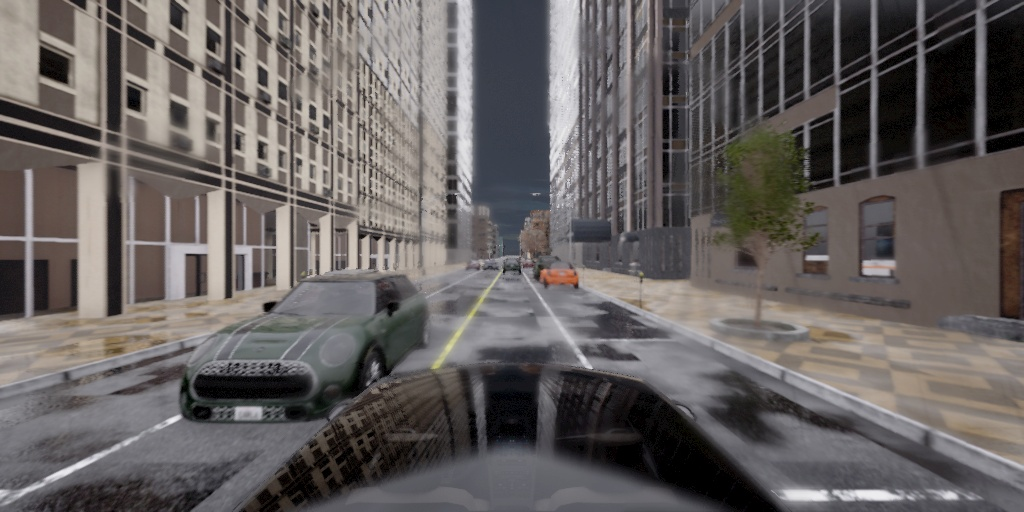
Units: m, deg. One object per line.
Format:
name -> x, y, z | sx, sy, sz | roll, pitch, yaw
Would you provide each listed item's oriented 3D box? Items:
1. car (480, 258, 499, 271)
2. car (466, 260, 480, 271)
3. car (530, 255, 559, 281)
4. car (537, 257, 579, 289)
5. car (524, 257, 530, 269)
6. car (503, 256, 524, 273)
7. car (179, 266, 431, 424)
car -> -2.825, 1.306, 48.170 | 1.994, 1.385, 4.181 | 0, 0, 0
car -> -5.316, 1.322, 49.885 | 1.802, 1.307, 4.207 | 0, 0, 0
car -> 2.981, 0.975, 30.444 | 2.150, 2.045, 5.566 | 0, 0, 0
car -> 2.987, 1.101, 23.384 | 2.097, 1.767, 4.553 | 0, 0, 0
car -> 2.564, 1.180, 55.433 | 1.967, 1.591, 4.097 | 0, 0, 0
car -> 0.031, 1.097, 42.835 | 2.097, 1.767, 4.553 | 0, 0, 1
car -> -2.842, 1.101, 6.106 | 2.097, 1.767, 4.553 | 0, 0, 0
